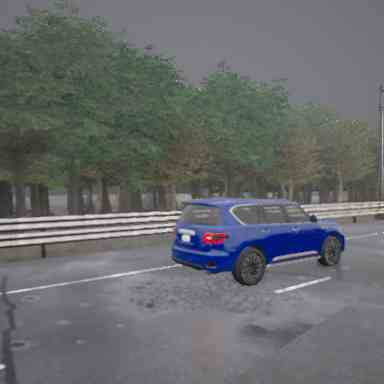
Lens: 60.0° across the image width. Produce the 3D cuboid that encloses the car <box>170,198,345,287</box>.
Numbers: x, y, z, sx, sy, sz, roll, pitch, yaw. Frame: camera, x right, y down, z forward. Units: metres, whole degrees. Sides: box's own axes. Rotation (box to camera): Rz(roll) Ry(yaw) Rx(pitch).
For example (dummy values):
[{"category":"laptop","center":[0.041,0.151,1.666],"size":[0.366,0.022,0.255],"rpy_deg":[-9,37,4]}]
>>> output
[{"category":"car","center":[2.039,1.183,9.499],"size":[5.566,2.045,2.150],"rpy_deg":[0,0,-36]}]
